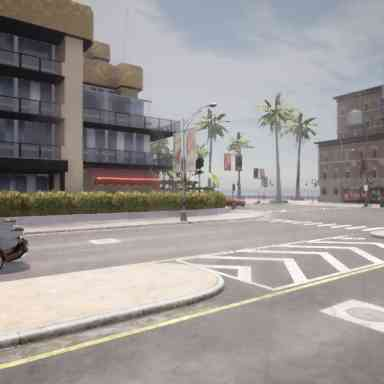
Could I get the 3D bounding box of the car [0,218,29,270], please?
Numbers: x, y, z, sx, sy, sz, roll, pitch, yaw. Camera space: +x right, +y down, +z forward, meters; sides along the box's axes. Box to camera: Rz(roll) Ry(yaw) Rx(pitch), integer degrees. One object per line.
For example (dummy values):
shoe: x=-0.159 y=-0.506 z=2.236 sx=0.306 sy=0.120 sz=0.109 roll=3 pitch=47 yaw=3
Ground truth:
car: x=-7.050 y=1.492 z=8.795 sx=4.902 sy=1.511 sz=2.128 roll=0 pitch=0 yaw=-36

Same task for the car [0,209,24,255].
car: x=-8.861 y=1.492 z=11.800 sx=4.902 sy=1.511 sz=2.128 roll=0 pitch=0 yaw=-35

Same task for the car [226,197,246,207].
car: x=6.107 y=1.478 z=51.219 sx=1.882 sy=1.535 sz=5.008 roll=0 pitch=0 yaw=-35

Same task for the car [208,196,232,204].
car: x=5.482 y=1.477 z=64.674 sx=1.882 sy=1.535 sz=5.008 roll=0 pitch=0 yaw=-35
